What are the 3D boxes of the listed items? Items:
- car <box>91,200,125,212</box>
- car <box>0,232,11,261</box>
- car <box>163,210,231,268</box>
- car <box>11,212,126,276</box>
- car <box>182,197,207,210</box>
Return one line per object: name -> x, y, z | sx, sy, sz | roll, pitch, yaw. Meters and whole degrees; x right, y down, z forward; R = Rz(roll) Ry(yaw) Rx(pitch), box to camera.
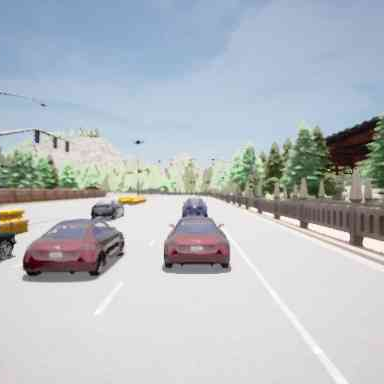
car -> -6.778, 1.383, 27.164 | 2.128, 1.511, 4.902 | 0, 0, 0
car -> -6.863, 1.562, 9.148 | 1.895, 1.301, 4.718 | 0, 0, 0
car -> 0.147, 1.518, 11.173 | 1.994, 1.385, 4.181 | 0, 0, 0
car -> -3.358, 1.522, 10.237 | 1.994, 1.385, 4.181 | 0, 0, 0
car -> 0.233, 1.236, 29.253 | 2.097, 1.767, 4.553 | 0, 0, 0
